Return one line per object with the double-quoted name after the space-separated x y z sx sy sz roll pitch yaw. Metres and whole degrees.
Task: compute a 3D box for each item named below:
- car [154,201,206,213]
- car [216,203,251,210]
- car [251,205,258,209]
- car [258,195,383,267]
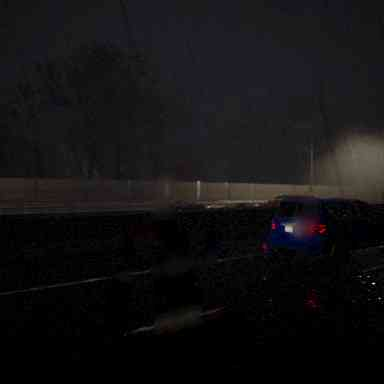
-1.031 1.521 29.018 4.902 1.511 2.128 0 0 -35 "car"
3.857 1.597 28.178 4.181 1.385 1.994 0 0 -35 "car"
7.644 1.257 26.557 5.566 2.045 2.150 0 0 -35 "car"
5.156 1.236 11.724 5.566 2.045 2.150 0 0 -35 "car"
